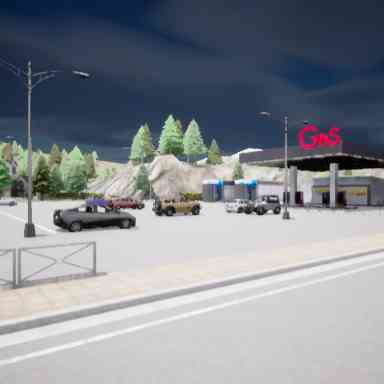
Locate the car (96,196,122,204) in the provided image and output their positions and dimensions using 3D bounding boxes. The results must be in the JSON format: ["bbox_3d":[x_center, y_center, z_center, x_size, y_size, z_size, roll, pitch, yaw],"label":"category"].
[{"bbox_3d":[-16.380,1.492,65.696,4.514,1.523,2.007,0,0,-36],"label":"car"}]

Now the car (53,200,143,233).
[{"bbox_3d":[-5.454,1.453,18.923,4.514,1.523,2.007,0,0,-36],"label":"car"}]

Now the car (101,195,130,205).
[{"bbox_3d":[-14.509,1.484,63.177,5.027,1.636,2.152,0,0,-36],"label":"car"}]

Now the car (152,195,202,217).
[{"bbox_3d":[-1.365,1.253,30.399,4.605,1.855,1.932,0,0,-36],"label":"car"}]

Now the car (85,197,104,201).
[{"bbox_3d":[-13.839,1.473,49.079,3.633,1.501,1.845,0,0,-36],"label":"car"}]

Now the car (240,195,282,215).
[{"bbox_3d":[6.944,1.234,32.314,3.866,1.878,1.905,0,0,-36],"label":"car"}]

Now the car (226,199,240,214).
[{"bbox_3d":[5.502,1.517,35.372,3.806,1.475,1.970,0,0,-36],"label":"car"}]

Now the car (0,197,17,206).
[{"bbox_3d":[-29.761,1.535,52.416,3.806,1.475,1.970,0,0,-36],"label":"car"}]

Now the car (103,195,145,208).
[{"bbox_3d":[-8.048,1.452,40.935,4.514,1.523,2.007,0,0,-36],"label":"car"}]
